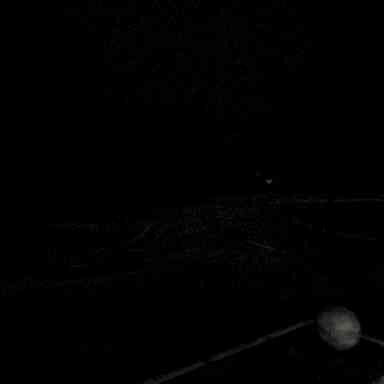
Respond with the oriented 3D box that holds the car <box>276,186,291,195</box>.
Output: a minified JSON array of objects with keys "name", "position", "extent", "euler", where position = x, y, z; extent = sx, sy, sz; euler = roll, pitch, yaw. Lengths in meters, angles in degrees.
[{"name":"car","position":[15.416,-0.261,56.235],"extent":[1.882,1.535,5.008],"euler":[-2,1,7]}]

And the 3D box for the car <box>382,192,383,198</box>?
[{"name":"car","position":[21.738,-0.002,33.090],"extent":[4.902,1.511,2.128],"euler":[-2,1,21]}]
